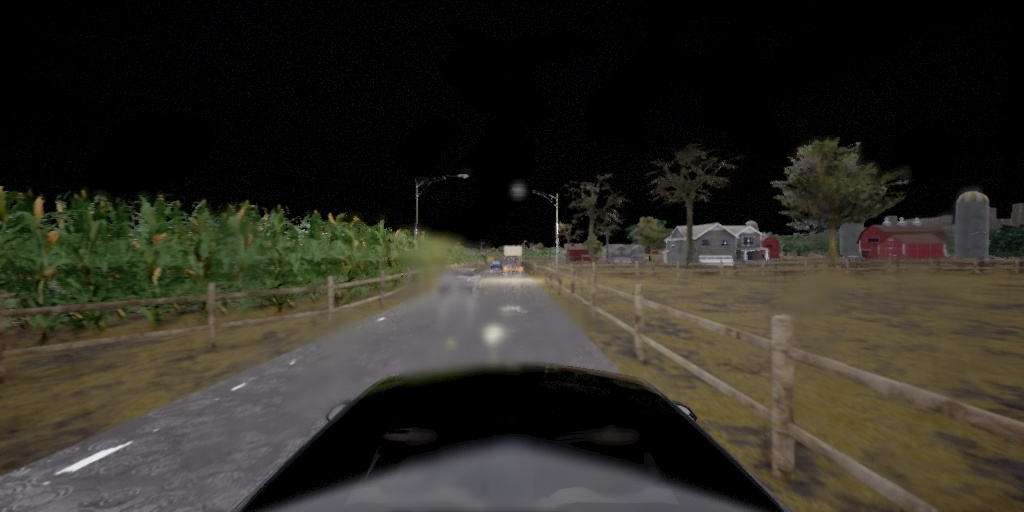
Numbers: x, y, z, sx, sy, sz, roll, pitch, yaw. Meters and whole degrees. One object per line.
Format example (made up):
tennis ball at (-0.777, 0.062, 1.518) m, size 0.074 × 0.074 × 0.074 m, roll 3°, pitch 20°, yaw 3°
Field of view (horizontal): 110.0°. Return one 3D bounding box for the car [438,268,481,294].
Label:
car at (-2.850, 1.370, 20.289) m, size 1.895 × 1.301 × 4.718 m, roll 0°, pitch 0°, yaw 0°

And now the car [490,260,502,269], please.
car at (-2.775, 1.541, 63.225) m, size 1.882 × 1.535 × 5.008 m, roll 0°, pitch 0°, yaw 0°

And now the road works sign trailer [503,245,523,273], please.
road works sign trailer at (0.120, 0.375, 45.740) m, size 2.380 × 3.560 × 2.880 m, roll 0°, pitch 0°, yaw -5°
